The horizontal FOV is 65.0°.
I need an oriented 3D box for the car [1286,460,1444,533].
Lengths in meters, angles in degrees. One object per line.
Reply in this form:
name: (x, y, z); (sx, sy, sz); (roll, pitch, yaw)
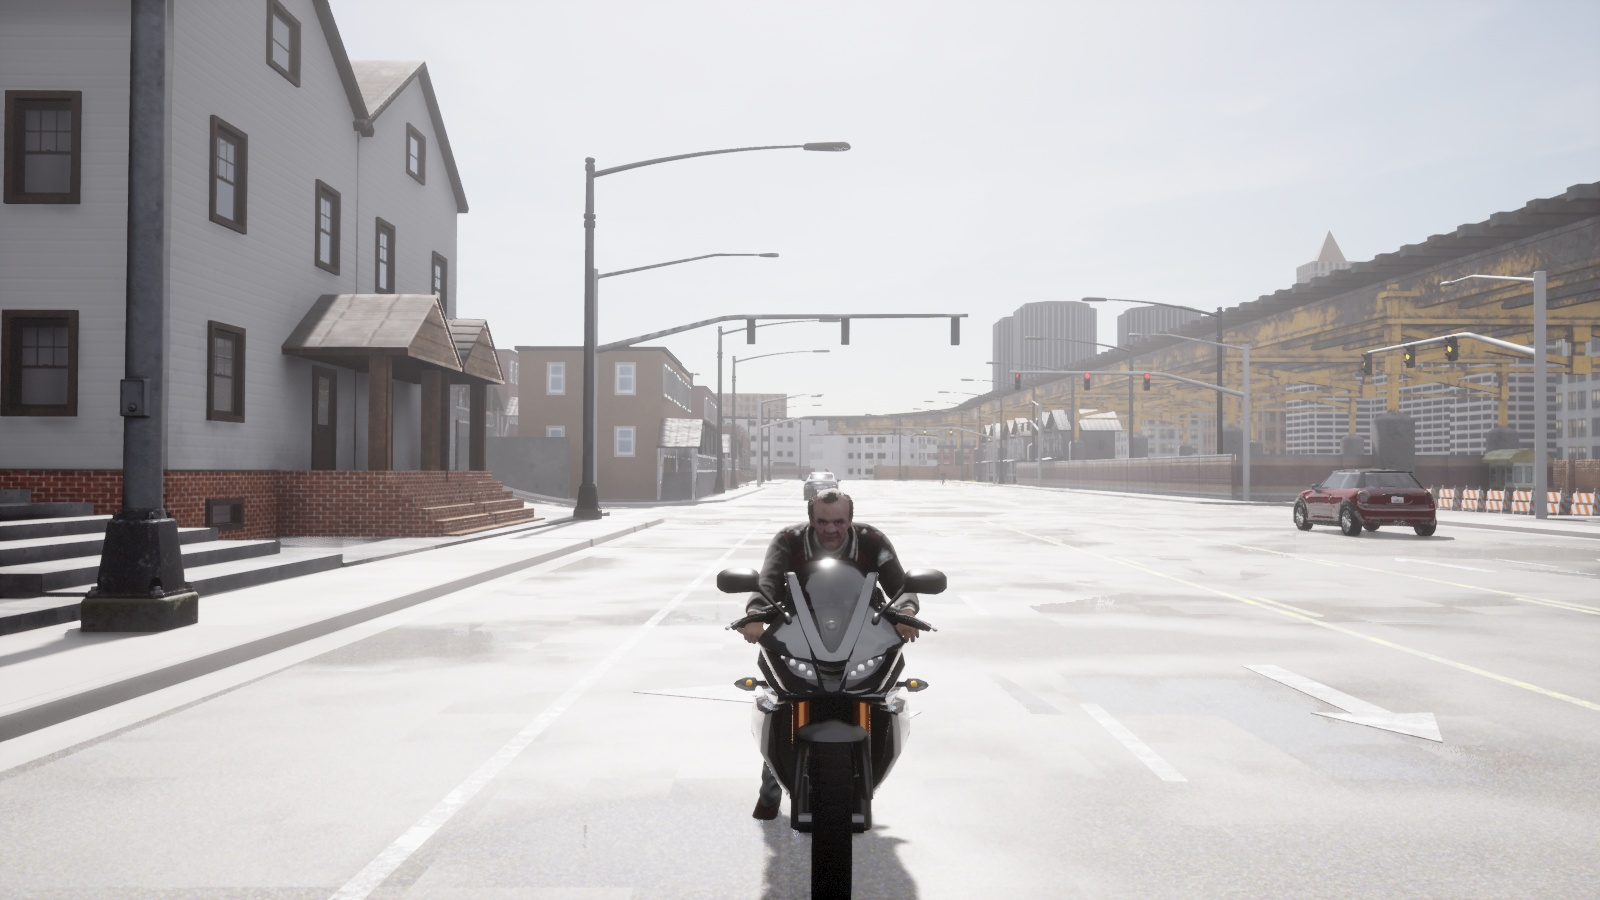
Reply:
car: (14.574, 1.162, 32.692); (2.097, 1.767, 4.553); (0, -1, 1)

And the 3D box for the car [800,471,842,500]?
car: (1.191, 1.906, 68.064); (2.128, 1.511, 4.902); (0, -1, 2)

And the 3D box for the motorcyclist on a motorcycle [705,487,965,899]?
motorcyclist on a motorcycle: (0.135, 0.938, 5.312); (0.866, 1.530, 2.191); (0, -1, 1)
